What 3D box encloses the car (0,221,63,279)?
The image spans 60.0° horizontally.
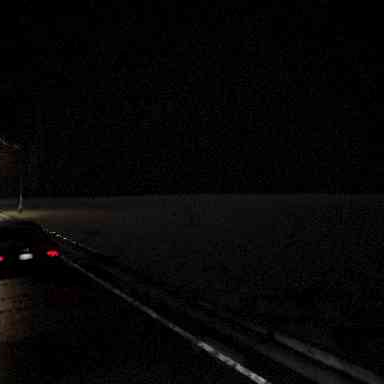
[{"bbox_3d":[-5.348,1.582,9.906,2.033,1.411,5.357,0,0,-35],"label":"car"}]
